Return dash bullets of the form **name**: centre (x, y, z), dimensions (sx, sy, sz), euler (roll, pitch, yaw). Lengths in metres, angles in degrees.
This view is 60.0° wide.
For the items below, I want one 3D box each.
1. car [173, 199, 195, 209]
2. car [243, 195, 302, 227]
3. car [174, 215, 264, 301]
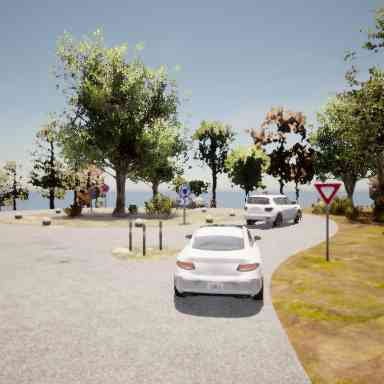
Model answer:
- **car**: centre (-1.654, 1.562, 44.278), dimensions (4.181, 1.385, 1.994), euler (0, 0, 22)
- **car**: centre (5.618, 1.221, 22.823), dimensions (2.150, 2.045, 5.566), euler (0, 0, 39)
- **car**: centre (0.746, 1.525, 8.272), dimensions (1.812, 1.442, 4.674), euler (0, 0, 8)
